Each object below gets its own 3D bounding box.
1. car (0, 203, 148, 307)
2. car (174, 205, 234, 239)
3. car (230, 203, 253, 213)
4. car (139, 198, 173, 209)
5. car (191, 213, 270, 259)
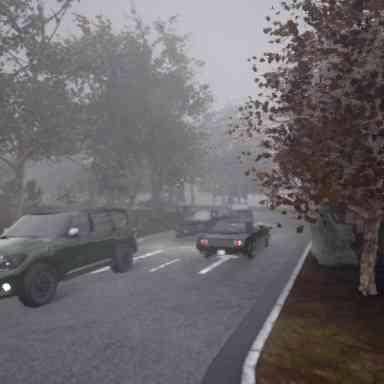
[{"bbox_3d":[-3.581,1.474,9.132,2.150,2.045,5.566,-2,-2,20],"label":"car"},{"bbox_3d":[0.681,1.756,19.320,1.882,1.535,5.008,-2,-1,23],"label":"car"},{"bbox_3d":[4.153,1.734,29.742,1.882,1.535,5.008,-1,0,-1],"label":"car"},{"bbox_3d":[-5.056,1.564,45.971,5.008,1.535,1.882,1,-1,25],"label":"car"},{"bbox_3d":[1.877,1.765,13.364,1.895,1.301,4.718,-2,-1,23],"label":"car"}]
